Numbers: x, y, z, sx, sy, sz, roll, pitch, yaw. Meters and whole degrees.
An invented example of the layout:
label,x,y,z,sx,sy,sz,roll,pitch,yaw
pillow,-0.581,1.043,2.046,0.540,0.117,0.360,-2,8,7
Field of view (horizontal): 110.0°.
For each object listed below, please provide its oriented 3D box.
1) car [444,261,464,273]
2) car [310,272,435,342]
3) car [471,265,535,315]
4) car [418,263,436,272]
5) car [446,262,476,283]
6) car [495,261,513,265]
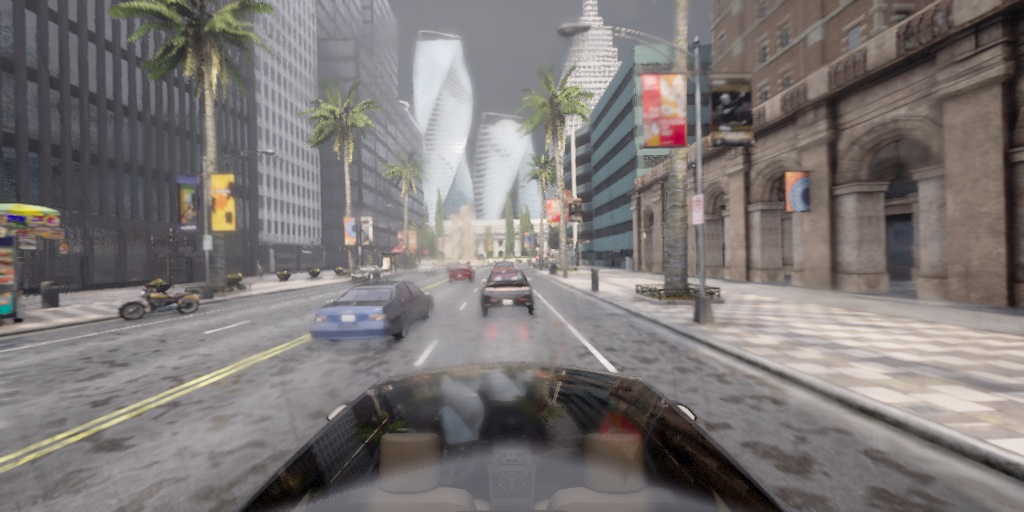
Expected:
label,x,y,z,sx,sy,sz,roll,pitch,yaw
car,-8.430,1.581,52.346,2.128,1.511,4.902,-1,0,-1
car,-3.601,1.406,10.297,2.033,1.411,5.357,-1,0,-1
car,-0.181,1.279,13.852,2.128,1.511,4.902,-1,0,-1
car,-11.883,1.690,50.311,1.812,1.442,4.674,-1,0,-1
car,-4.157,1.405,30.554,1.882,1.535,5.008,-1,0,-1
car,-0.618,1.190,28.816,2.097,1.767,4.553,-1,0,-1
